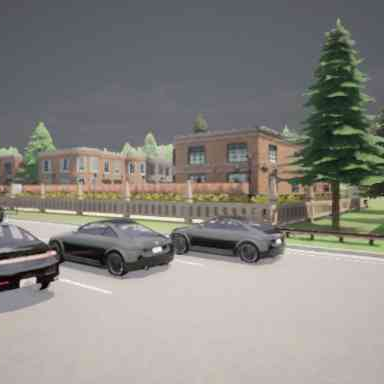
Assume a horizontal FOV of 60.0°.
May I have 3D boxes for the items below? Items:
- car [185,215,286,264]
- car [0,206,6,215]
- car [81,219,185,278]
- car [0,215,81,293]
[{"bbox_3d":[1.136,1.529,11.780,4.181,1.385,1.994,0,0,36],"label":"car"},{"bbox_3d":[-14.858,1.350,23.190,4.892,1.490,1.837,0,0,36],"label":"car"},{"bbox_3d":[-2.568,1.516,10.125,4.181,1.385,1.994,0,0,36],"label":"car"},{"bbox_3d":[-5.003,1.441,7.561,4.902,1.511,2.128,0,0,36],"label":"car"}]
